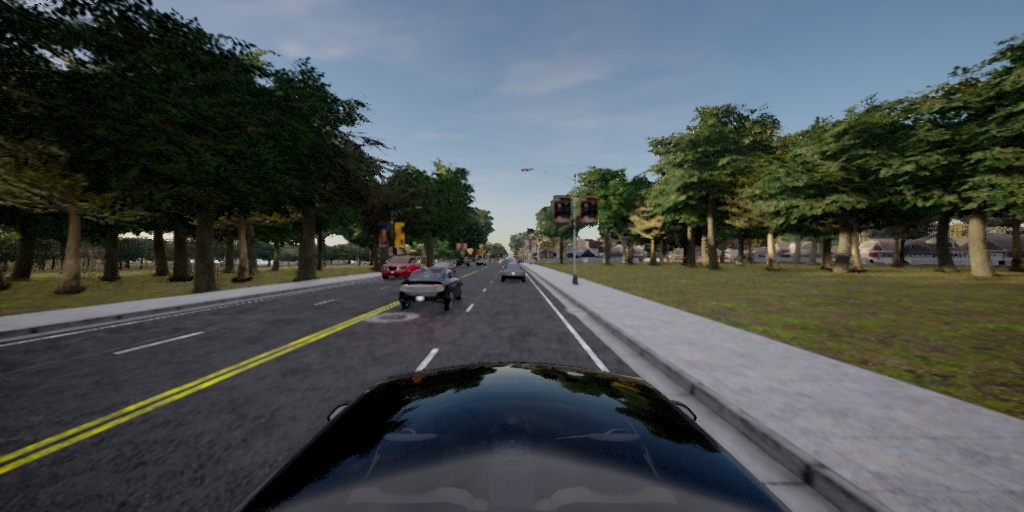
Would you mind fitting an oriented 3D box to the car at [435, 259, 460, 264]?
[{"bbox_3d":[-6.592,1.282,34.426,1.882,1.535,5.008,0,0,0],"label":"car"}]

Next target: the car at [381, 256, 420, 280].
[{"bbox_3d":[-9.845,1.022,32.268,2.150,2.045,5.566,0,-1,0],"label":"car"}]

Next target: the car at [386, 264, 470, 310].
[{"bbox_3d":[-3.149,1.250,14.712,2.128,1.511,4.902,0,0,0],"label":"car"}]

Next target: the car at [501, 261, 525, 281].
[{"bbox_3d":[0.100,1.356,30.277,1.994,1.385,4.181,0,0,0],"label":"car"}]
